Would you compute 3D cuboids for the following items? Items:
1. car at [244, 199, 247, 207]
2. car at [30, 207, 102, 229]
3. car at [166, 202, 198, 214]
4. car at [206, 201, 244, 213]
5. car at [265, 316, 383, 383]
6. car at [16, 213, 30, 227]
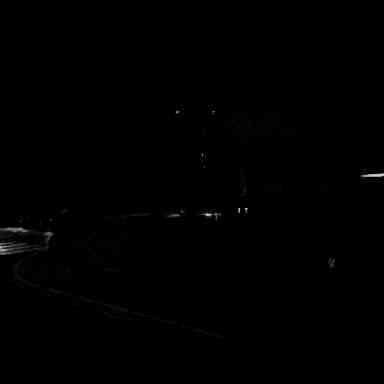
[{"bbox_3d":[9.336,1.829,53.711,1.837,1.490,4.892,-2,-1,37],"label":"car"},{"bbox_3d":[-8.738,1.815,24.027,1.812,1.442,4.674,-2,-1,37],"label":"car"},{"bbox_3d":[-1.162,1.915,39.698,1.994,1.385,4.181,-2,-1,37],"label":"car"},{"bbox_3d":[3.864,1.808,41.020,2.033,1.411,5.357,-2,-1,37],"label":"car"},{"bbox_3d":[2.656,1.293,1.164,5.009,1.841,2.192,-1,-1,36],"label":"car"},{"bbox_3d":[-11.345,1.938,25.966,1.994,1.385,4.181,-2,-1,36],"label":"car"}]
